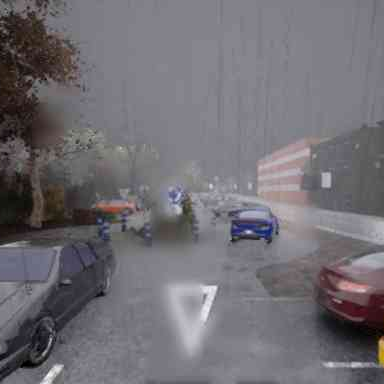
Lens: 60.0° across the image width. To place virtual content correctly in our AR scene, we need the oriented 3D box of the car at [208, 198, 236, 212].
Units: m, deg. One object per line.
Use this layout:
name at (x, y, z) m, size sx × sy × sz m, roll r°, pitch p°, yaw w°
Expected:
car at (4.370, 1.677, 34.718) m, size 4.674 × 1.452 × 2.002 m, roll 0°, pitch 0°, yaw 0°

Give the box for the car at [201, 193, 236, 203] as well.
car at (4.433, 1.482, 46.023) m, size 5.566 × 2.045 × 2.435 m, roll 0°, pitch 0°, yaw 0°

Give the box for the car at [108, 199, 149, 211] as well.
car at (-8.187, 1.710, 43.190) m, size 4.892 × 1.521 × 2.231 m, roll 0°, pitch 0°, yaw 0°

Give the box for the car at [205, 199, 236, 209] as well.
car at (4.419, 1.822, 51.671) m, size 4.674 × 1.452 × 2.002 m, roll 0°, pitch 0°, yaw 0°

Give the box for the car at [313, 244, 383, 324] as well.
car at (4.526, 1.582, 5.730) m, size 4.674 × 1.452 × 2.002 m, roll -1°, pitch -1°, yaw 0°

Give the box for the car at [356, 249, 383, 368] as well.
car at (4.726, 1.511, 3.089) m, size 5.366 × 1.575 × 1.946 m, roll 0°, pitch -1°, yaw 0°

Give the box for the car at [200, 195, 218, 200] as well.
car at (4.566, 1.528, 91.251) m, size 4.792 × 1.488 × 2.163 m, roll 0°, pitch 1°, yaw 0°

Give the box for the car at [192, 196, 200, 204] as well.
car at (0.058, 1.888, 61.704) m, size 1.895 × 1.301 × 4.718 m, roll 0°, pitch 1°, yaw 0°

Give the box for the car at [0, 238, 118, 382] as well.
car at (-2.822, 1.611, 6.112) m, size 2.033 × 1.411 × 5.357 m, roll 0°, pitch -1°, yaw 2°

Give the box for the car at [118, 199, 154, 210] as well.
car at (-8.134, 1.785, 48.712) m, size 4.792 × 1.488 × 2.163 m, roll 0°, pitch 0°, yaw 0°

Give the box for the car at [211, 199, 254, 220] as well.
car at (4.327, 1.619, 29.066) m, size 4.792 × 1.488 × 2.163 m, roll 0°, pitch 0°, yaw 0°

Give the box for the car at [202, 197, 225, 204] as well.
car at (4.468, 1.744, 68.647) m, size 4.674 × 1.452 × 2.002 m, roll 0°, pitch 1°, yaw 0°

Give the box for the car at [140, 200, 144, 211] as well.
car at (-8.194, 1.659, 37.418) m, size 5.008 × 1.535 × 2.097 m, roll 0°, pitch 0°, yaw 0°

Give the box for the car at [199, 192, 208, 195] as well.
car at (4.464, 1.501, 77.122) m, size 4.553 × 1.767 × 2.185 m, roll 0°, pitch 1°, yaw 0°

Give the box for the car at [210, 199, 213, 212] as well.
car at (4.362, 1.653, 31.892) m, size 4.674 × 1.452 × 2.002 m, roll 0°, pitch -1°, yaw 0°

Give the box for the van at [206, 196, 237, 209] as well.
van at (4.297, 1.532, 48.848) m, size 4.442 × 1.987 × 1.878 m, roll 0°, pitch 0°, yaw 0°

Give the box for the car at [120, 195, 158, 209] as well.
car at (-8.127, 1.528, 51.538) m, size 5.566 × 2.045 × 2.435 m, roll 0°, pitch 0°, yaw 0°

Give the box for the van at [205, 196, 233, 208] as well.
van at (4.313, 1.576, 54.379) m, size 4.442 × 1.987 × 1.878 m, roll 0°, pitch 0°, yaw 0°

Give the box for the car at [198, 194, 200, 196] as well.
car at (0.065, 1.646, 71.863) m, size 1.994 × 1.385 × 4.181 m, roll 0°, pitch 1°, yaw 0°

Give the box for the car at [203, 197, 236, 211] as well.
car at (4.195, 1.658, 37.544) m, size 5.366 × 1.575 × 1.946 m, roll 0°, pitch 0°, yaw 0°

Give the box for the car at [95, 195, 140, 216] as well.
car at (-8.176, 1.511, 34.720) m, size 4.553 × 1.767 × 2.185 m, roll 0°, pitch 0°, yaw 0°

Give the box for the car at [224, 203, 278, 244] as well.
car at (3.225, 1.570, 16.778) m, size 1.882 × 1.535 × 5.008 m, roll 1°, pitch 1°, yaw 18°

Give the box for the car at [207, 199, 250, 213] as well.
car at (4.394, 1.685, 40.370) m, size 5.008 × 1.535 × 2.097 m, roll 0°, pitch 0°, yaw 0°
